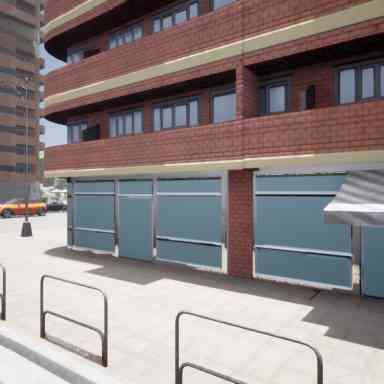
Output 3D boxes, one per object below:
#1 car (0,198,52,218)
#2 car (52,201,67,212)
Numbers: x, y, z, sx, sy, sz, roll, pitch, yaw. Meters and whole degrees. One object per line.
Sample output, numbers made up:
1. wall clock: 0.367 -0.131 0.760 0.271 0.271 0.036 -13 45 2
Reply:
1. car: -15.505 1.352 29.755 2.097 1.767 4.553 0 0 36
2. car: -15.392 1.601 35.841 1.895 1.301 4.718 0 0 36
